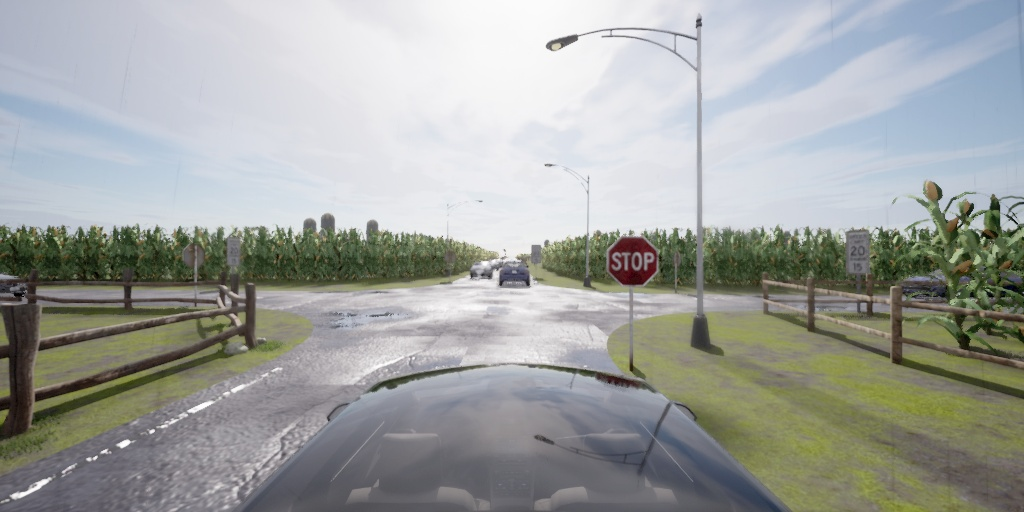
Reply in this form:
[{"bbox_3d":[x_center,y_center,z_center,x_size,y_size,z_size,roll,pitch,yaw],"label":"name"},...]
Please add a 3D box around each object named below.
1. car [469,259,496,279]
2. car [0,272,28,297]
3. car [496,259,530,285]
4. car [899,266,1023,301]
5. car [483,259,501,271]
[{"bbox_3d":[-2.755,1.245,32.911,2.128,1.511,4.902,0,0,0],"label":"car"},{"bbox_3d":[-23.691,1.138,15.459,4.674,1.442,1.812,0,-1,1],"label":"car"},{"bbox_3d":[0.173,1.106,26.360,2.097,1.767,4.553,0,0,0],"label":"car"},{"bbox_3d":[22.240,1.279,17.808,4.553,1.767,2.097,0,-1,1],"label":"car"},{"bbox_3d":[-2.696,1.243,49.217,2.128,1.511,4.902,0,0,0],"label":"car"}]
